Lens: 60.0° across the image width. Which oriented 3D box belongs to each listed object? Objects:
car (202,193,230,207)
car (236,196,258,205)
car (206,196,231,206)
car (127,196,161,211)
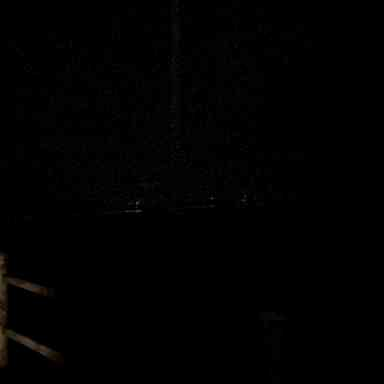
[{"bbox_3d":[3.716,1.149,50.551,2.150,2.045,5.566,-3,-2,36],"label":"car"},{"bbox_3d":[9.772,1.486,59.063,2.033,1.411,5.357,-3,-2,36],"label":"car"},{"bbox_3d":[4.625,1.551,56.600,1.882,1.535,5.008,-3,-2,36],"label":"car"},{"bbox_3d":[-6.049,1.377,41.877,2.097,1.767,4.553,-3,-2,36],"label":"car"}]
